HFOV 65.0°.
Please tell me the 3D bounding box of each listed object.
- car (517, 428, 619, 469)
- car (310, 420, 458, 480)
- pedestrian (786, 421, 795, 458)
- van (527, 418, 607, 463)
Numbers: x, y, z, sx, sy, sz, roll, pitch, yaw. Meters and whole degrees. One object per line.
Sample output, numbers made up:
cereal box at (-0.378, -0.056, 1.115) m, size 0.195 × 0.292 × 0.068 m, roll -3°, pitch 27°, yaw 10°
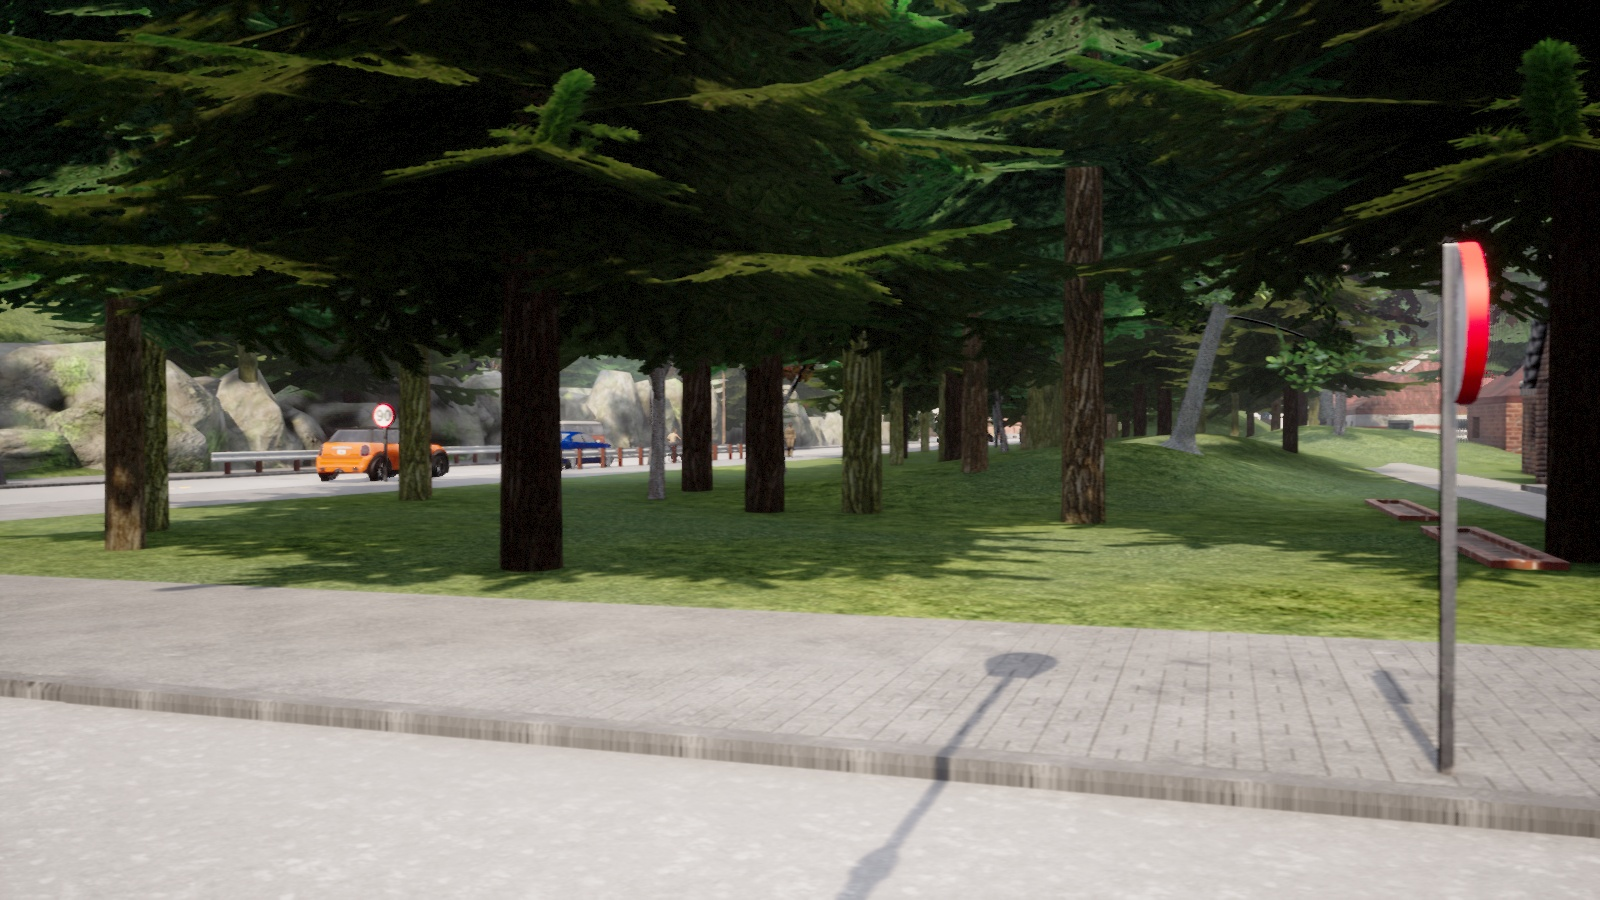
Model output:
car at (-9.282, -0.096, 50.771) m, size 1.882 × 1.535 × 5.008 m, roll 1°, pitch 1°, yaw 18°
car at (-12.991, -0.049, 39.529) m, size 2.097 × 1.767 × 4.553 m, roll 1°, pitch 1°, yaw 18°
pedestrian at (-0.485, -0.540, 64.330) m, size 0.396 × 1.930 × 0.692 m, roll 0°, pitch 1°, yaw -3°
van at (-10.842, -0.466, 58.797) m, size 1.775 × 1.987 × 4.442 m, roll 1°, pitch 1°, yaw 18°
